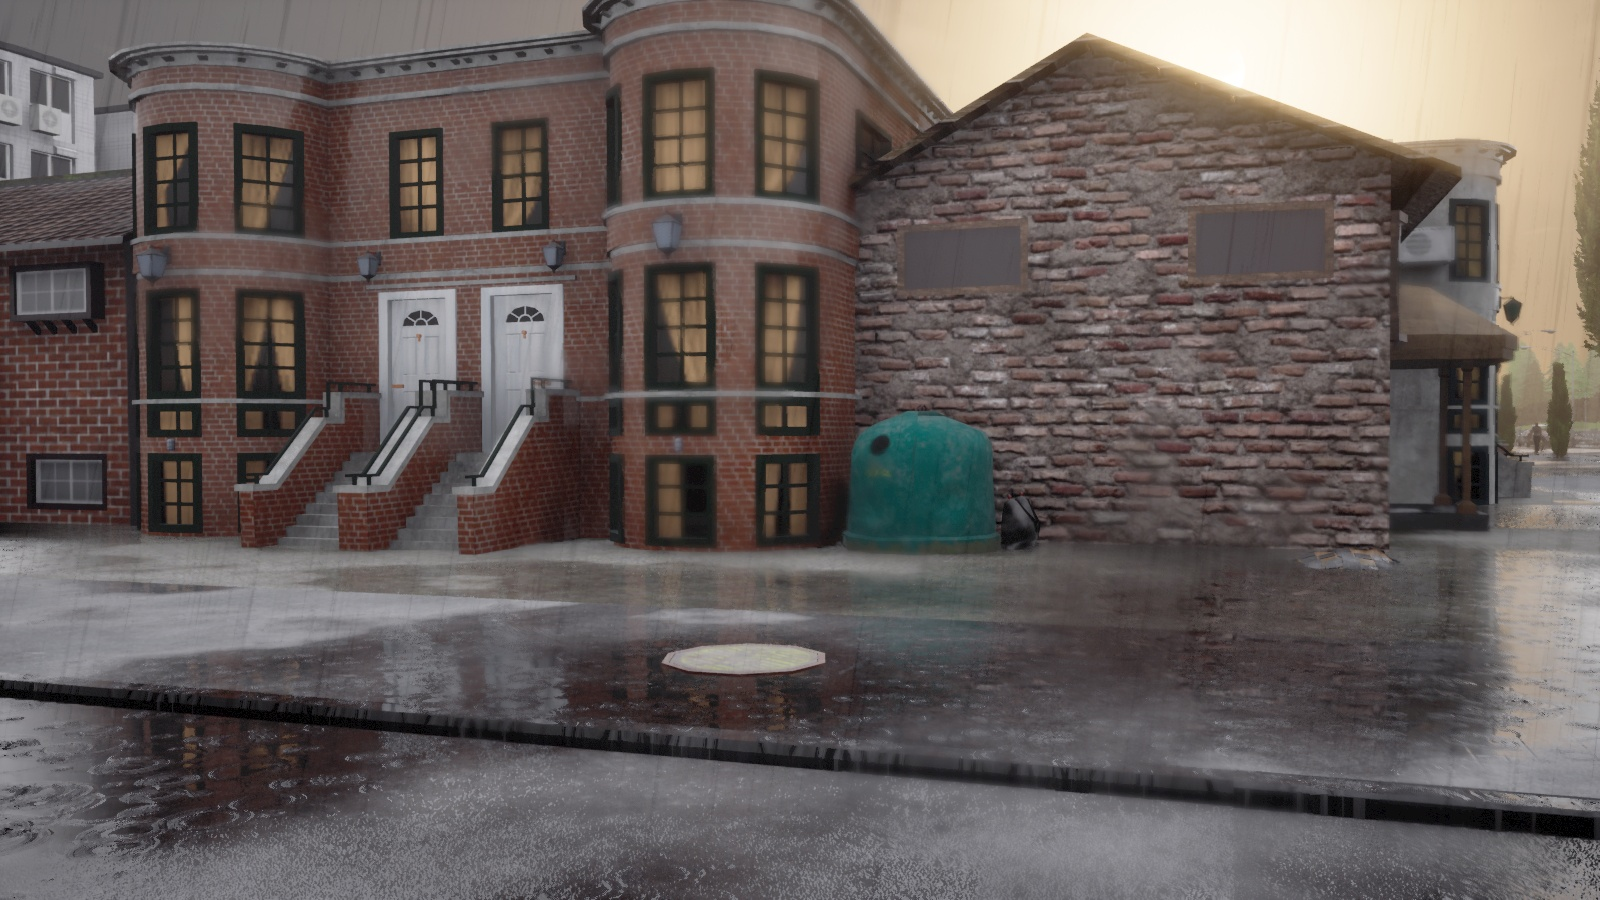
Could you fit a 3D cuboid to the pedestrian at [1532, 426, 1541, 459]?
[{"bbox_3d":[41.011,-0.429,69.913,0.331,1.846,0.634,1,1,21],"label":"pedestrian"}]
